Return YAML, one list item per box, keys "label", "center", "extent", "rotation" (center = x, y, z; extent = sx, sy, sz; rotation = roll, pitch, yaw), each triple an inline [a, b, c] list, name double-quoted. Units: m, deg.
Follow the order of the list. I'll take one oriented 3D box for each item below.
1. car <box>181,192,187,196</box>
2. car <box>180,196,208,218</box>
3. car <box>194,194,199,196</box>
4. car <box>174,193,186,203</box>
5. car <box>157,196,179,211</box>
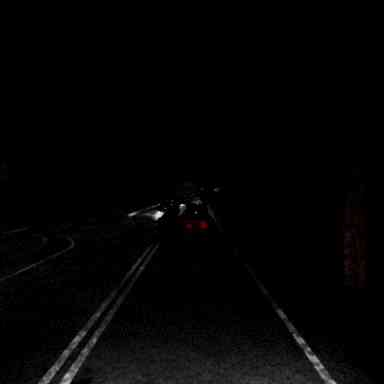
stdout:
- label: "car"
  center: [-1.951, 0.815, 70.634]
  extent: [1.812, 1.442, 4.674]
  rotation: [0, 0, 2]
- label: "car"
  center: [0.366, 1.426, 29.068]
  extent: [2.128, 1.511, 4.902]
  rotation: [0, 0, 1]
- label: "car"
  center: [0.792, 1.351, 48.397]
  extent: [1.812, 1.442, 4.674]
  rotation: [0, 0, 2]
- label: "car"
  center: [-2.440, 1.290, 55.089]
  extent: [1.837, 1.490, 4.892]
  rotation: [0, 1, 2]
- label: "car"
  center: [-2.892, 1.486, 38.855]
  extent: [1.895, 1.301, 4.718]
  rotation: [0, 0, 1]
